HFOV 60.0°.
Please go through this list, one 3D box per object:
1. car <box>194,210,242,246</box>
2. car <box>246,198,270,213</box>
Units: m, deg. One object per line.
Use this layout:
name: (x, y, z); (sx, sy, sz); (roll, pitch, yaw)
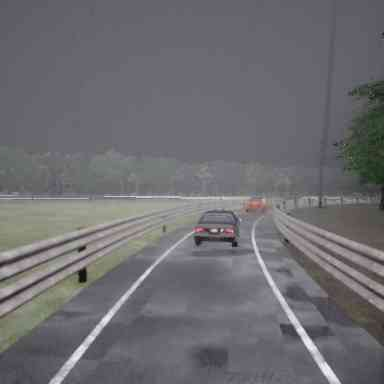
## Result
car: (1.284, 1.566, 15.531); (2.033, 1.411, 5.357); (0, 0, 9)
car: (7.742, 1.442, 38.717); (2.097, 1.767, 4.553); (0, 0, 21)
